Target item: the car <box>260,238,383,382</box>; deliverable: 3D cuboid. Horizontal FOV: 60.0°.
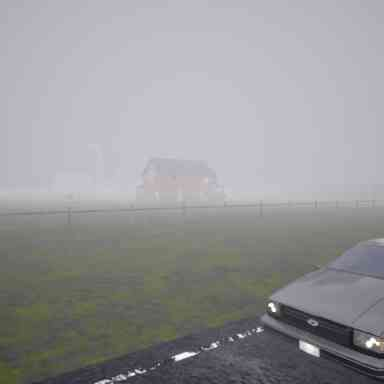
[{"bbox_3d":[3.610,1.546,5.664,5.357,1.411,2.033,0,0,-36],"label":"car"}]
